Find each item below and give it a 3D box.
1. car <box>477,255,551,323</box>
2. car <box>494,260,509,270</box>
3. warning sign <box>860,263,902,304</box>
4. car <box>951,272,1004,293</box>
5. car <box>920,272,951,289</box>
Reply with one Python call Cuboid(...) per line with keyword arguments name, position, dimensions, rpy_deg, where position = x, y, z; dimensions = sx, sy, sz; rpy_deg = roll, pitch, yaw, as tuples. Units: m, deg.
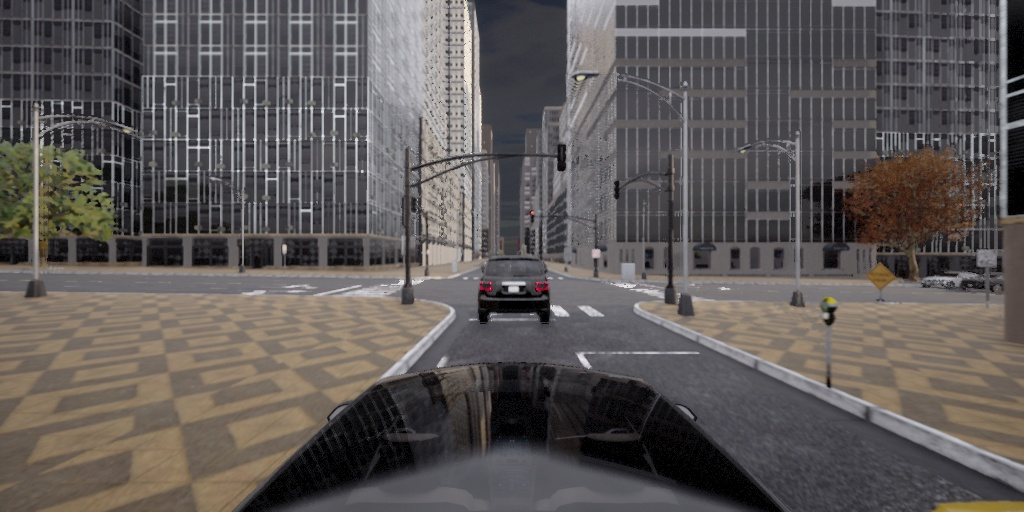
Cuboid(name="car", position=(0.105, 1.003, 12.437), dimensions=(2.150, 2.045, 5.566), rpy_deg=(0, 0, 1))
Cuboid(name="car", position=(-1.570, 1.388, 55.167), dimensions=(2.128, 1.511, 4.902), rpy_deg=(0, 0, 0))
Cuboid(name="warning sign", position=(17.268, 1.243, 16.794), dimensions=(1.060, 1.860, 1.300), rpy_deg=(0, 0, -3))
Cuboid(name="car", position=(37.066, 1.984, 27.182), dimensions=(5.008, 1.535, 1.882), rpy_deg=(1, 0, -3))
Cuboid(name="car", position=(37.594, 2.048, 30.460), dimensions=(4.674, 1.442, 1.812), rpy_deg=(1, 0, -3))
